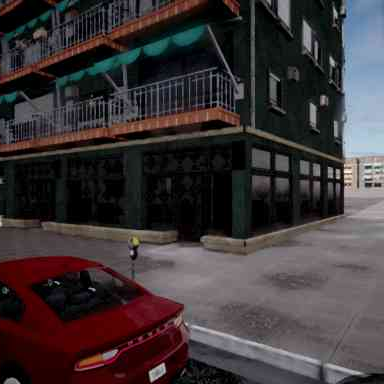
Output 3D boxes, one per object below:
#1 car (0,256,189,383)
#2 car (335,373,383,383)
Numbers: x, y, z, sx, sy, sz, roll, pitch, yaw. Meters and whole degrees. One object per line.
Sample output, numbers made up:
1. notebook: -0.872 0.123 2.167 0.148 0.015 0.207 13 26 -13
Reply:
1. car: -2.134 1.545 4.407 4.507 1.381 1.887 0 0 36
2. car: 2.450 1.566 1.126 4.313 1.339 1.947 0 0 36
